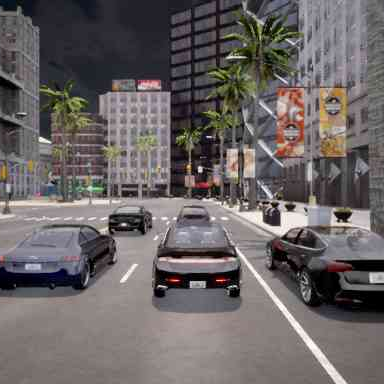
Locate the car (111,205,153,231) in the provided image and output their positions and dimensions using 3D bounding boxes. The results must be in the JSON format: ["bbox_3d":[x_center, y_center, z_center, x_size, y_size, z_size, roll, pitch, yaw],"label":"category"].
[{"bbox_3d":[-3.400,1.478,19.070,1.882,1.535,5.008,0,0,0],"label":"car"}]

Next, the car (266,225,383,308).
[{"bbox_3d":[3.192,1.513,8.023,2.161,1.482,4.786,0,0,-1],"label":"car"}]

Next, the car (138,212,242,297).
[{"bbox_3d":[0.101,1.492,8.544,2.128,1.511,4.902,0,0,0],"label":"car"}]

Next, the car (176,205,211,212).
[{"bbox_3d":[0.101,1.505,18.799,1.837,1.490,4.892,0,0,0],"label":"car"}]

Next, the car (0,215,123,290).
[{"bbox_3d":[-3.397,1.564,9.101,1.994,1.385,4.181,0,0,0],"label":"car"}]
